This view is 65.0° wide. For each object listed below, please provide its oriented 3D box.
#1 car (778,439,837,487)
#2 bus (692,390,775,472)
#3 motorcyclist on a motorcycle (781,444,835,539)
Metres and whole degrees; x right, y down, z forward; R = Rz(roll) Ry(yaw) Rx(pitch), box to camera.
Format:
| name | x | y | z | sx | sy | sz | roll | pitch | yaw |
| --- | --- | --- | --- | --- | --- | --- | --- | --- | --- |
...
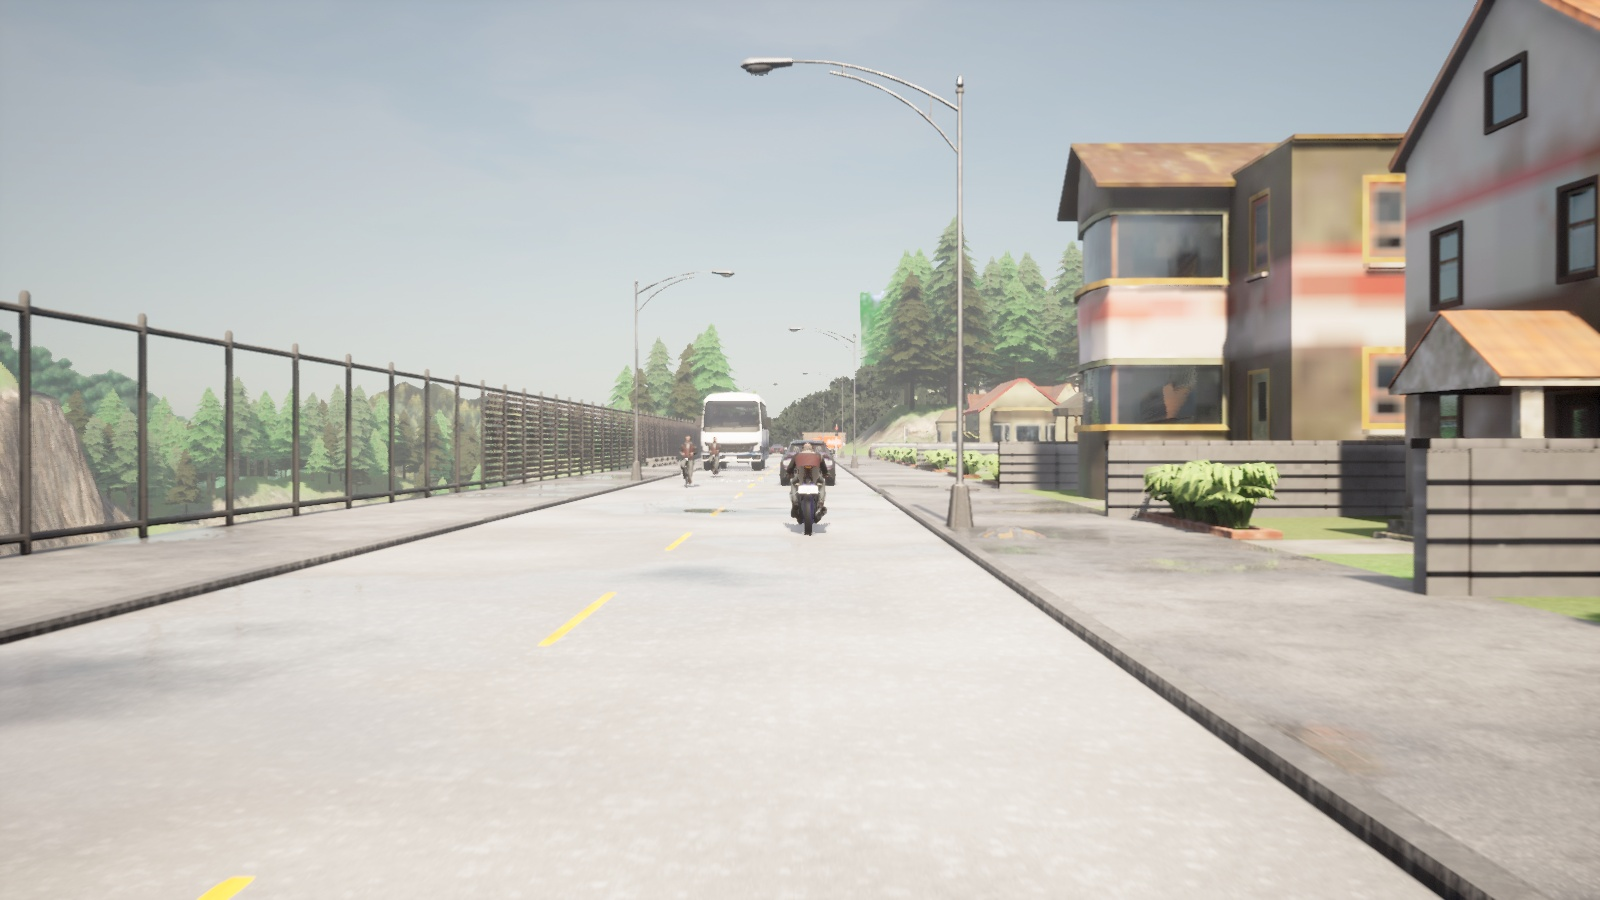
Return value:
| name | x | y | z | sx | sy | sz | roll | pitch | yaw |
| --- | --- | --- | --- | --- | --- | --- | --- | --- | --- |
| car | 0.280 | 0.421 | 45.442 | 2.033 | 1.649 | 4.856 | 0 | 0 | 0 |
| bus | -3.564 | -1.027 | 70.145 | 3.944 | 4.253 | 10.273 | 0 | 0 | 1 |
| motorcyclist on a motorcycle | 0.133 | 0.662 | 21.275 | 0.866 | 1.530 | 2.191 | 0 | 0 | 0 |
